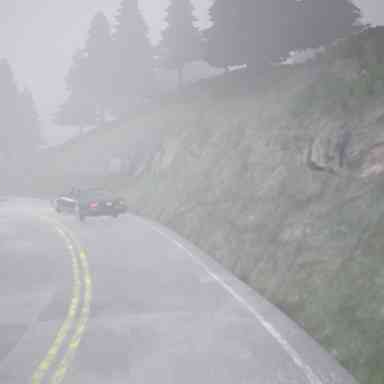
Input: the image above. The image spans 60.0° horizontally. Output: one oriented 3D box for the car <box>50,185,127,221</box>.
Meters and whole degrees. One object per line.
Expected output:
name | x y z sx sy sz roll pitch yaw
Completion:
car | -5.039 0.399 15.708 2.033 1.411 5.357 -4 6 -40
